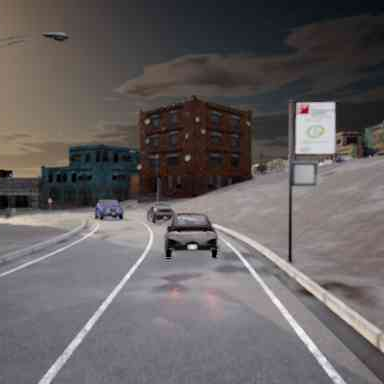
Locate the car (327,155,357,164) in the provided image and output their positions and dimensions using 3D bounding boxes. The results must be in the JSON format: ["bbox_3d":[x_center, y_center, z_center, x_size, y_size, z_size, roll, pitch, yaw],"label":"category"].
[{"bbox_3d":[21.506,-4.379,46.921,2.185,1.767,4.553,0,1,-1],"label":"car"}]

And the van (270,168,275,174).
[{"bbox_3d":[20.795,-4.879,80.015,1.878,1.987,4.442,0,1,-1],"label":"van"}]

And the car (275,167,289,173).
[{"bbox_3d":[20.910,-4.597,74.621,2.231,1.521,4.892,0,1,-1],"label":"car"}]

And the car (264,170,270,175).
[{"bbox_3d":[20.674,-4.665,85.659,2.002,1.452,4.674,0,0,-1],"label":"car"}]

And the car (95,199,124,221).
[{"bbox_3d":[-8.415,1.755,33.594,2.150,2.045,5.566,0,-2,-23],"label":"car"}]

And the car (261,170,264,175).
[{"bbox_3d":[20.556,-5.001,91.143,2.435,2.045,5.566,0,0,-1],"label":"car"}]

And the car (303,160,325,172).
[{"bbox_3d":[21.266,-4.527,58.087,2.185,1.767,4.553,0,1,-1],"label":"car"}]

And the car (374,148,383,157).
[{"bbox_3d":[21.741,-4.105,35.985,2.231,1.521,4.892,0,1,-1],"label":"car"}]

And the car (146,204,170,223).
[{"bbox_3d":[-2.787,1.839,28.680,1.837,1.490,4.892,0,-1,-16],"label":"car"}]

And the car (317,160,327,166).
[{"bbox_3d":[21.388,-4.286,52.415,2.002,1.452,4.674,0,1,-1],"label":"car"}]

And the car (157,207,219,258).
[{"bbox_3d":[-0.094,1.571,13.086,2.128,1.511,4.902,0,-1,-3],"label":"car"}]
